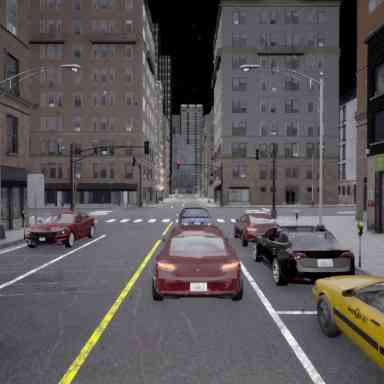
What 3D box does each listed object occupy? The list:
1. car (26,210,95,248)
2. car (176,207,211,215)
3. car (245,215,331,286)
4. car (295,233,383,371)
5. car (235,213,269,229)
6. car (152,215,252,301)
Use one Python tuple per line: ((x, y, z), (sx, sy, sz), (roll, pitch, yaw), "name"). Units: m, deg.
((-5.671, 1.540, 14.828), (1.887, 1.381, 4.507), (-1, 0, 0), "car")
((0.141, 1.542, 18.231), (2.033, 1.411, 5.357), (0, 0, -3), "car")
((2.871, 1.563, 9.241), (1.947, 1.339, 4.313), (-1, 0, 0), "car")
((2.868, 1.524, 3.825), (1.752, 1.417, 4.829), (-1, 0, 0), "car")
((2.874, 1.578, 14.827), (1.802, 1.307, 4.206), (-1, 0, 0), "car")
((0.103, 1.524, 8.210), (1.812, 1.442, 4.674), (0, 0, 0), "car")
